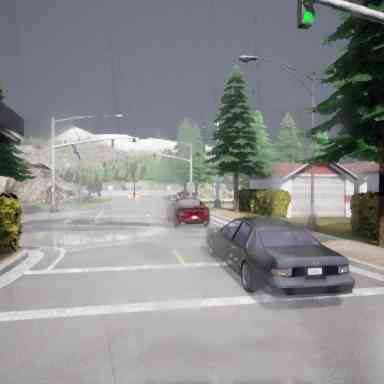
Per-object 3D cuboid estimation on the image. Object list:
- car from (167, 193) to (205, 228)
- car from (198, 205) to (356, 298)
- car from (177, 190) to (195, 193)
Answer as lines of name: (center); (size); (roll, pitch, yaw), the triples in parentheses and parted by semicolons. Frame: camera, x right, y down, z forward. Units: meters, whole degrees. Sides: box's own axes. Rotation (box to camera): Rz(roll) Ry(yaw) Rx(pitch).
car: (-0.326, 1.055, 19.128); (1.882, 1.535, 5.008); (-1, 2, -11)
car: (1.781, 1.366, 8.579); (2.033, 1.411, 5.357); (0, 3, -11)
car: (-0.793, 0.385, 70.275); (4.902, 1.511, 2.128); (0, 1, -11)
